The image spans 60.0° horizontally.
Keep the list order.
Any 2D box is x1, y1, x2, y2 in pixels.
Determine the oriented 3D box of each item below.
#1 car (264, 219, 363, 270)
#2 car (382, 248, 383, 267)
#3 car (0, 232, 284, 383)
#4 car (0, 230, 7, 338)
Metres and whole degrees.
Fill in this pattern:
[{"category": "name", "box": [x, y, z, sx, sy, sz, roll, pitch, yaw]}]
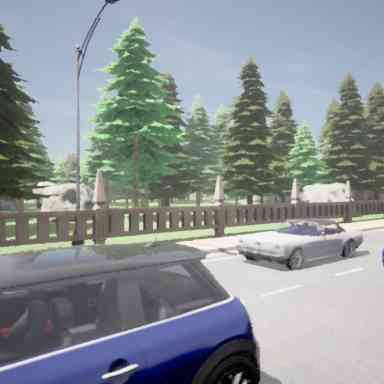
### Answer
[{"category": "car", "box": [3.695, 1.599, 11.132, 4.718, 1.301, 1.895, 0, 0, -37]}, {"category": "car", "box": [7.290, 1.475, 9.444, 5.008, 1.535, 1.882, 0, 0, -37]}, {"category": "car", "box": [-1.539, 1.352, 2.861, 4.553, 1.767, 2.097, 0, 0, -37]}, {"category": "car", "box": [-5.440, 1.506, 4.665, 4.892, 1.490, 1.837, 0, 0, -32]}]
